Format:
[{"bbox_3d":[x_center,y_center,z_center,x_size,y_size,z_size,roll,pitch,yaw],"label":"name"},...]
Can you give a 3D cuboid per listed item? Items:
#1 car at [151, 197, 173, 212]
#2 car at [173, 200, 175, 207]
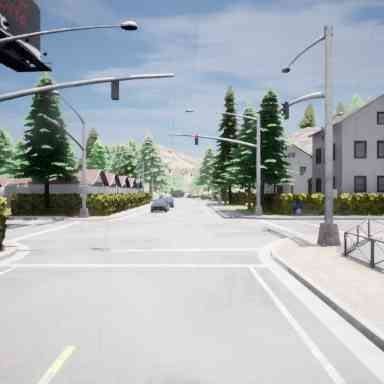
[{"bbox_3d":[-3.621,1.547,38.478,2.033,1.411,5.357,0,0,0],"label":"car"},{"bbox_3d":[-3.609,1.477,48.761,1.882,1.535,5.008,0,0,0],"label":"car"}]
